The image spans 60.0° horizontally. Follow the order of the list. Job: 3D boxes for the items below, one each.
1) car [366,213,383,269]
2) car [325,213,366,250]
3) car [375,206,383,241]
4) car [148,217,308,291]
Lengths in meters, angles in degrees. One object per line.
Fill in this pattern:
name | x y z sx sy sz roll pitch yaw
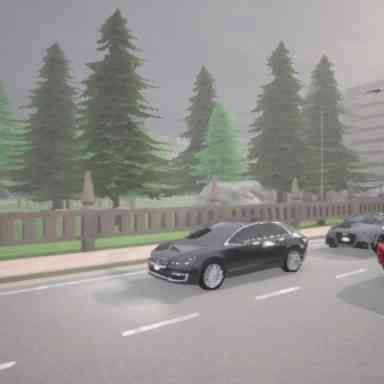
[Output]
car | 7.395 1.208 9.170 5.566 2.045 2.150 0 0 -35
car | 7.245 1.544 13.336 4.181 1.385 1.994 0 0 -36
car | 11.126 1.450 16.174 5.008 1.535 1.882 0 0 -35
car | 1.160 1.496 9.112 4.892 1.490 1.837 0 0 -36
